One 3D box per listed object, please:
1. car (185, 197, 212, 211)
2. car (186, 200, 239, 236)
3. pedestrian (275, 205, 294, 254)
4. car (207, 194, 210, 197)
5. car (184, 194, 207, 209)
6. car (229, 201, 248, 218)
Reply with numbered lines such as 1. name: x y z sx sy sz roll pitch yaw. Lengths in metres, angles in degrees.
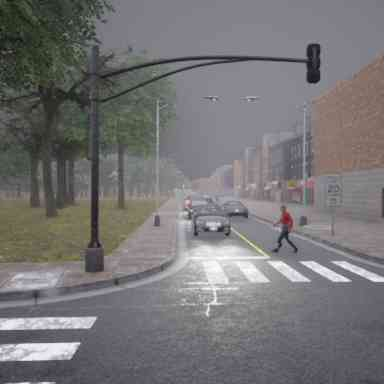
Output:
1. car: 0.580 1.382 27.289 1.812 1.442 4.674 0 0 -2
2. car: 0.923 1.433 18.130 2.128 1.511 4.902 0 1 -2
3. pedestrian: 3.351 1.307 12.073 0.375 1.860 0.375 1 0 -2
4. car: 2.424 1.234 56.706 1.812 1.442 4.674 0 0 -2
5. car: 0.220 1.135 37.136 2.097 1.767 4.553 0 0 -2
6. car: 3.483 1.426 28.343 1.994 1.385 4.181 0 0 -2
